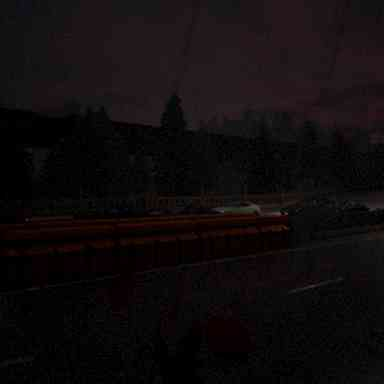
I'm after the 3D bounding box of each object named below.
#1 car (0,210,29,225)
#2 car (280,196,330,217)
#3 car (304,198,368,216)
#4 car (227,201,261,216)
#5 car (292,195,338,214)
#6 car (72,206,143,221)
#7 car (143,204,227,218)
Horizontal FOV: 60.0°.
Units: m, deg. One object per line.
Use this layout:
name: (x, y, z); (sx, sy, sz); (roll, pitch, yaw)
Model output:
car: (-9.670, 1.491, 14.345); (4.902, 1.511, 2.128); (0, 0, -34)
car: (9.254, 1.397, 27.181); (4.902, 1.511, 2.128); (-2, 1, -34)
car: (10.682, 1.415, 23.850); (4.902, 1.511, 2.128); (-1, 1, -34)
car: (3.693, 1.504, 27.623); (4.674, 1.442, 1.812); (0, 0, -34)
car: (12.482, 1.174, 33.600); (4.892, 1.490, 1.837); (-4, 2, -34)
car: (-5.229, 1.597, 21.576); (4.718, 1.301, 1.895); (0, 0, -34)
car: (-0.383, 1.520, 20.629); (4.674, 1.442, 1.812); (0, 0, -34)
